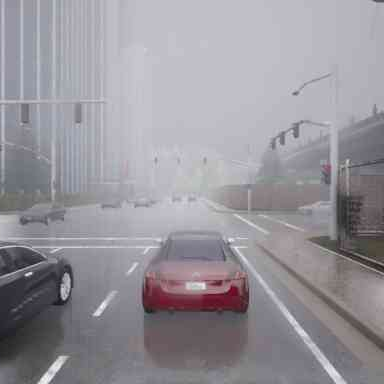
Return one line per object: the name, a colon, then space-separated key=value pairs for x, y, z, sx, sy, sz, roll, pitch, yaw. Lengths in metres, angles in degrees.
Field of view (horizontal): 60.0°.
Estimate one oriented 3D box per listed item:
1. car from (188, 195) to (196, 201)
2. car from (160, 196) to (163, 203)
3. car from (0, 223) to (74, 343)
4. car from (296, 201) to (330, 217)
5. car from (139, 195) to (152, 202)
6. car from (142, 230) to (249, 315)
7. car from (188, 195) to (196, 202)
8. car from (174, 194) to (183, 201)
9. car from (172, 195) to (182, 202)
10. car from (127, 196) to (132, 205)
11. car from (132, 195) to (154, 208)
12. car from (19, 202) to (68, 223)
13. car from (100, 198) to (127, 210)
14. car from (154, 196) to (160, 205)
car: x=0.022 y=1.478 z=85.191 sx=1.882 sy=1.535 sz=5.008 roll=0 pitch=0 yaw=0
car: x=-6.986 y=1.492 z=68.888 sx=2.128 sy=1.511 sz=4.902 roll=0 pitch=0 yaw=0
car: x=-3.440 y=1.505 z=5.192 sx=1.837 sy=1.490 sz=4.892 roll=0 pitch=0 yaw=0
car: x=12.375 y=1.581 z=31.745 sx=4.674 sy=1.442 sz=1.812 roll=0 pitch=0 yaw=-3
car: x=-10.481 y=1.501 z=75.037 sx=2.128 sy=1.511 sz=4.902 roll=0 pitch=0 yaw=0
car: x=0.074 y=1.564 z=7.647 sx=1.994 sy=1.385 sz=4.181 roll=0 pitch=0 yaw=0
car: x=0.027 y=1.478 z=74.784 sx=1.882 sy=1.535 sz=5.008 roll=0 pitch=0 yaw=0
car: x=-3.478 y=1.386 z=84.663 sx=2.128 sy=1.511 sz=4.902 roll=0 pitch=0 yaw=0
car: x=-3.481 y=1.495 z=74.239 sx=1.837 sy=1.490 sz=4.892 roll=0 pitch=0 yaw=0
car: x=-10.555 y=1.492 z=59.665 sx=2.128 sy=1.511 sz=4.902 roll=0 pitch=0 yaw=0
car: x=-7.067 y=1.526 z=48.065 sx=1.812 sy=1.442 sz=4.674 roll=0 pitch=0 yaw=0
car: x=-10.594 y=1.534 z=24.068 sx=1.837 sy=1.490 sz=4.892 roll=0 pitch=0 yaw=0
car: x=-10.588 y=1.547 z=44.168 sx=2.033 sy=1.411 sz=5.357 roll=0 pitch=0 yaw=0
car: x=-7.068 y=1.601 z=57.144 sx=1.895 sy=1.301 sz=4.718 roll=0 pitch=0 yaw=0
